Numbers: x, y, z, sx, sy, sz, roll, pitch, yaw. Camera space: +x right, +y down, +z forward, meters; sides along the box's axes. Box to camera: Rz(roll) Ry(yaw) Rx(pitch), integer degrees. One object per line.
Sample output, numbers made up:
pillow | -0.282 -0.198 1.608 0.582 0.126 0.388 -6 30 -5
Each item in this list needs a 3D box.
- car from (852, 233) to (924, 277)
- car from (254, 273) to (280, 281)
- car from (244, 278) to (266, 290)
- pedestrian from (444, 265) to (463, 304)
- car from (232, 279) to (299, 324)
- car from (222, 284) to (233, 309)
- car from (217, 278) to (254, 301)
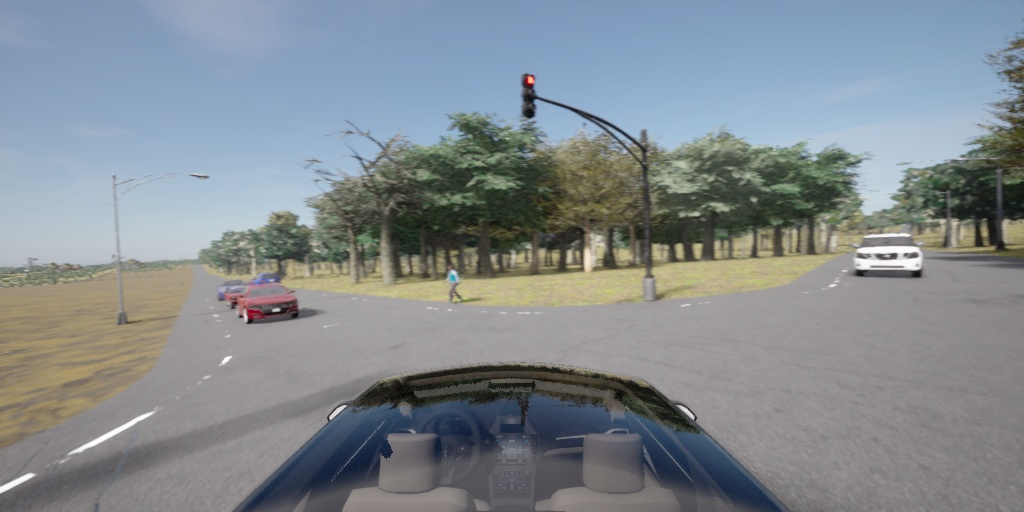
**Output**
car | 18.831 -0.108 18.012 5.566 2.045 2.150 -3 1 -43
car | -27.842 2.979 40.833 2.150 2.045 5.566 -4 0 -41
car | -35.026 3.792 48.870 1.994 1.385 4.181 -4 0 -41
pedestrian | -2.743 1.292 16.644 0.375 1.860 0.375 -6 3 -41
car | -11.224 2.044 16.394 1.882 1.535 5.008 -4 0 -42
car | -17.405 2.617 23.423 1.895 1.301 4.718 -4 0 -41
car | -24.195 2.846 31.155 2.097 1.767 4.553 -4 0 -41
